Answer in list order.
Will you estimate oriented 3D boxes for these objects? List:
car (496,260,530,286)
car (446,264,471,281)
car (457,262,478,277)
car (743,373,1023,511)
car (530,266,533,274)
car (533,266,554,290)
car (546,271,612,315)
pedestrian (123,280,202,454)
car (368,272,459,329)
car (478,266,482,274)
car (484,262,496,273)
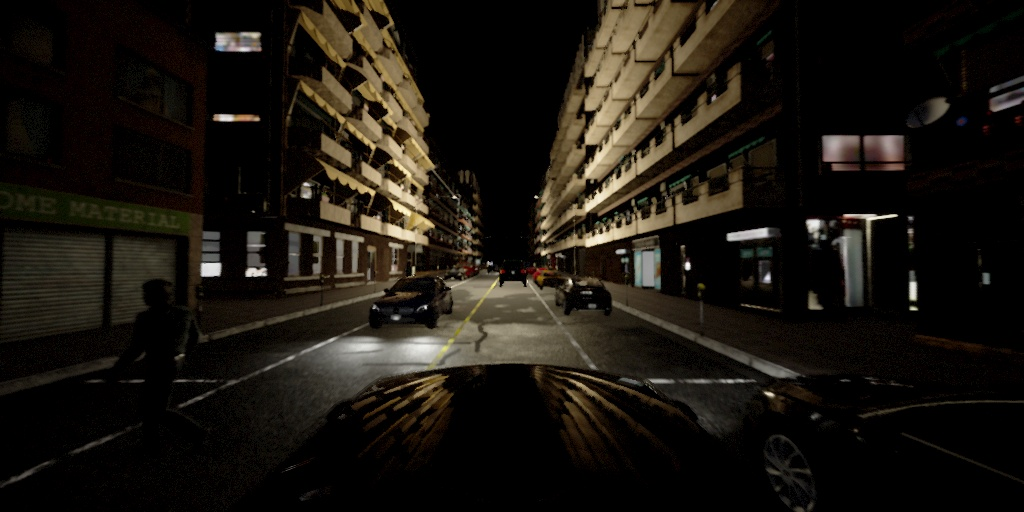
[{"bbox_3d":[0.081,1.353,29.519,2.150,2.045,5.566,0,0,0],"label":"car"},{"bbox_3d":[-5.697,1.791,36.528,1.948,1.339,4.313,0,0,0],"label":"car"},{"bbox_3d":[-5.698,1.616,42.098,2.192,1.841,5.009,0,0,0],"label":"car"},{"bbox_3d":[3.001,1.250,1.271,1.837,1.490,4.892,0,-1,0],"label":"car"},{"bbox_3d":[2.685,1.730,30.920,1.802,1.307,4.207,0,0,0],"label":"car"},{"bbox_3d":[2.686,1.598,25.519,1.751,1.417,4.829,0,0,0],"label":"car"},{"bbox_3d":[2.689,1.471,14.208,2.007,1.370,4.403,0,0,0],"label":"car"},{"bbox_3d":[-3.545,1.070,3.658,0.375,1.860,0.375,1,-2,-5],"label":"pedestrian"},{"bbox_3d":[-3.108,1.415,11.941,1.812,1.442,4.674,0,-1,0],"label":"car"},{"bbox_3d":[-5.699,1.692,47.670,2.192,1.841,5.009,0,0,0],"label":"car"},{"bbox_3d":[-3.023,2.077,58.808,2.033,1.411,5.357,0,-1,0],"label":"car"}]
